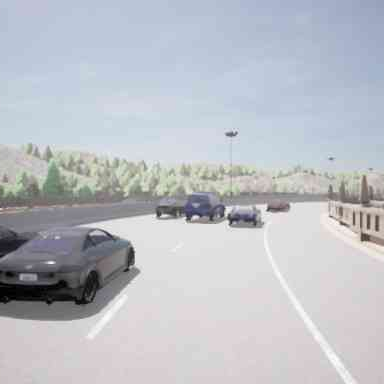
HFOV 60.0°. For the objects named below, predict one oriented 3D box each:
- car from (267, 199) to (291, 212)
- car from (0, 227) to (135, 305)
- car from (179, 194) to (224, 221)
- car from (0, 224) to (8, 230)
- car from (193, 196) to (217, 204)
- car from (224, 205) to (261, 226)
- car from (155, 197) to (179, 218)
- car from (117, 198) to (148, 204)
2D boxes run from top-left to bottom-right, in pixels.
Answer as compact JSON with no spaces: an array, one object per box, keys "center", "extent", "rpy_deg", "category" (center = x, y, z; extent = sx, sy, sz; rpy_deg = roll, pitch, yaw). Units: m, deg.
[{"center":[10.083,1.510,38.549],"extent":[1.994,1.385,4.181],"rpy_deg":[0,0,28],"category":"car"},{"center":[-2.797,1.523,8.078],"extent":[1.994,1.385,4.181],"rpy_deg":[0,0,6],"category":"car"},{"center":[1.126,1.154,26.535],"extent":[2.150,2.045,5.566],"rpy_deg":[0,0,18],"category":"car"},{"center":[-6.272,1.491,9.161],"extent":[2.033,1.411,5.357],"rpy_deg":[0,0,7],"category":"car"},{"center":[2.599,1.498,65.527],"extent":[2.128,1.511,4.902],"rpy_deg":[0,0,40],"category":"car"},{"center":[3.764,1.544,23.247],"extent":[1.895,1.301,4.718],"rpy_deg":[0,0,16],"category":"car"},{"center":[-1.584,1.430,29.253],"extent":[1.837,1.490,4.892],"rpy_deg":[0,0,19],"category":"car"},{"center":[-6.539,1.406,36.406],"extent":[2.128,1.511,4.902],"rpy_deg":[0,0,23],"category":"car"}]
